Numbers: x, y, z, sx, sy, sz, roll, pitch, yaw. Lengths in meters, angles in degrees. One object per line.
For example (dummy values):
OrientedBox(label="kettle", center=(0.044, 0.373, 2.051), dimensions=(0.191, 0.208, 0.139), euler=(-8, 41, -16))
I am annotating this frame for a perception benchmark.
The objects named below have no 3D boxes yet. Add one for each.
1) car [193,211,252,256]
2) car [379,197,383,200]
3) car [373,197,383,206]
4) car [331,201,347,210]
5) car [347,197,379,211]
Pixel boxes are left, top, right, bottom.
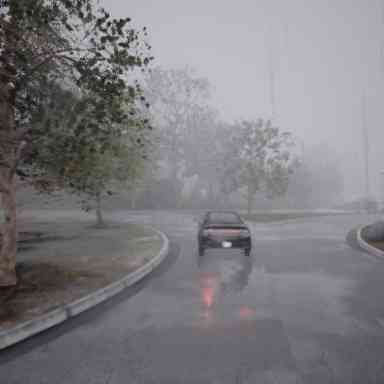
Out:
OrientedBox(label="car", center=(1.113, 1.488, 13.137), dimensions=(2.128, 1.511, 4.902), euler=(0, 0, 0))
OrientedBox(label="car", center=(23.554, 1.762, 36.661), dimensions=(5.566, 2.045, 2.150), euler=(1, -1, -30))
OrientedBox(label="car", center=(34.264, 1.692, 60.757), dimensions=(1.837, 1.490, 4.892), euler=(0, 0, 27))
OrientedBox(label="car", center=(23.271, 2.035, 51.009), dimensions=(5.357, 1.411, 2.033), euler=(1, 0, -45))
OrientedBox(label="car", center=(24.980, 1.708, 48.201), dimensions=(5.566, 2.045, 2.150), euler=(1, 0, -44))
